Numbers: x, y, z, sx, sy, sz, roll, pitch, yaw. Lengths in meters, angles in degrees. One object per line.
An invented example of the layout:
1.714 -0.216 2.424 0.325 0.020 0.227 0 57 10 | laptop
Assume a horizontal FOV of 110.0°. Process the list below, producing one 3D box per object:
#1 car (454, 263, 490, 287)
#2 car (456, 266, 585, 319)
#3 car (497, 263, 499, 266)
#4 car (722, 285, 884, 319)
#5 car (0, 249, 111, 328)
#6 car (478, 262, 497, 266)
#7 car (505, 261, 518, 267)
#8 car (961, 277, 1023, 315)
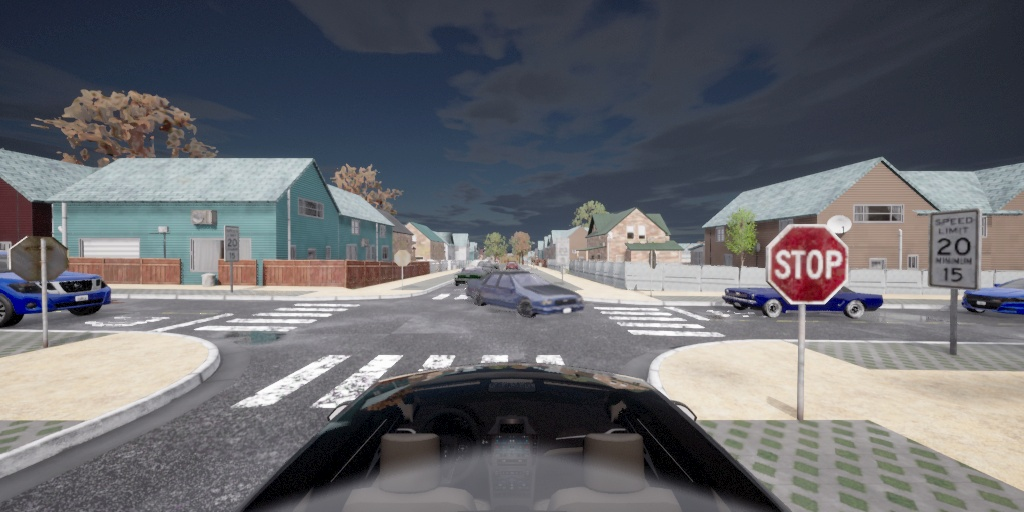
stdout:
-2.854 1.387 25.111 1.895 1.301 4.718 0 0 0 | car
0.179 1.296 13.354 2.033 1.411 5.357 0 0 -36 | car
-2.832 1.524 51.055 1.895 1.301 4.718 0 0 1 | car
10.487 1.498 13.221 4.718 1.301 1.895 1 1 -1 | car
-15.119 0.821 10.282 5.566 2.045 2.150 1 1 0 | car
-2.853 1.338 36.976 1.837 1.490 4.892 0 0 0 | car
-0.008 1.482 55.155 1.812 1.442 4.674 0 0 0 | car
19.864 1.504 13.262 5.008 1.535 1.882 1 1 0 | car
